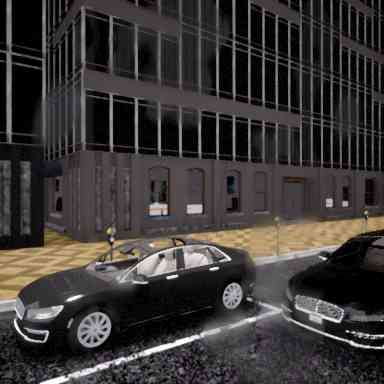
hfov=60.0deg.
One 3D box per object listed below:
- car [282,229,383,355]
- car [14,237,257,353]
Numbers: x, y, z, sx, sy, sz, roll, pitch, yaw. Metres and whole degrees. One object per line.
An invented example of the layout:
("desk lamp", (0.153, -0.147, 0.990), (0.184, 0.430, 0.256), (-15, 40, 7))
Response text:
("car", (3.687, 1.504, 6.011), (4.892, 1.490, 1.837), (0, 0, -35))
("car", (-0.737, 1.550, 6.035), (4.403, 1.369, 2.008), (0, 0, -36))
